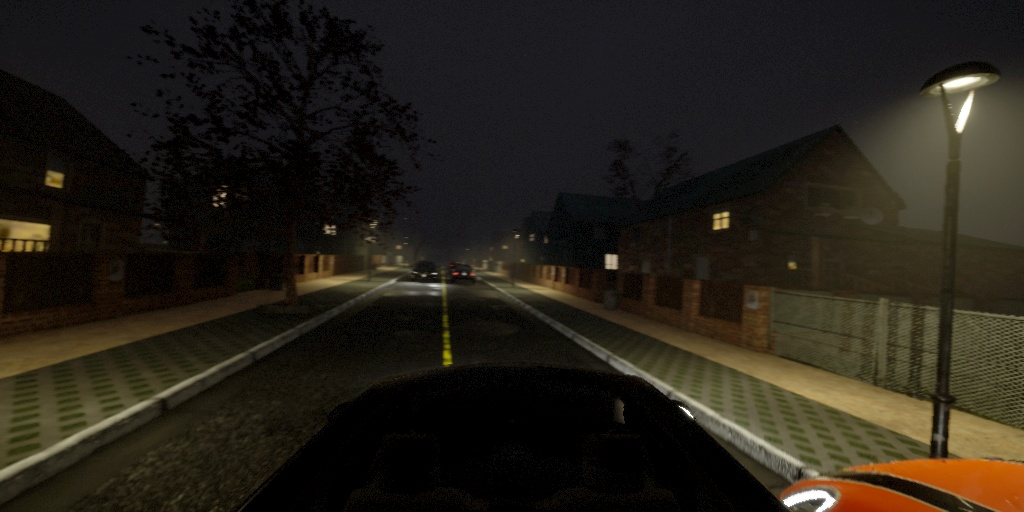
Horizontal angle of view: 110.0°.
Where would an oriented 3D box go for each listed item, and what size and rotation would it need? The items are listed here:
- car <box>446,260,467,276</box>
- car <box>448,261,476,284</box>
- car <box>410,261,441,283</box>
[{"bbox_3d":[-6.421,1.298,41.224,2.128,1.511,4.902,4,-1,-11],"label":"car"},{"bbox_3d":[-3.926,1.352,28.481,2.033,1.411,5.357,4,-1,-11],"label":"car"},{"bbox_3d":[-6.580,1.133,27.351,1.837,1.490,4.892,4,-1,-11],"label":"car"}]
